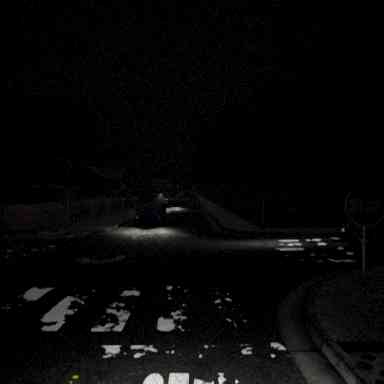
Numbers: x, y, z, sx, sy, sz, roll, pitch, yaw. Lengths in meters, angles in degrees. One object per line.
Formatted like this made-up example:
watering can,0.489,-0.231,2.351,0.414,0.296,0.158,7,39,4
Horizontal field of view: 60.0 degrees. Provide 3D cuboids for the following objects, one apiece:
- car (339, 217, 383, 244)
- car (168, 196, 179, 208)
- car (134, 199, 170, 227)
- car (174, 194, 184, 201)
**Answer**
car,8.769,1.263,13.911,4.902,1.511,2.128,-1,0,0
car,-2.874,1.568,48.883,1.895,1.301,4.718,0,0,0
car,-2.806,1.495,23.203,1.882,1.535,5.008,0,0,0
car,-2.942,1.237,74.725,1.994,1.385,4.181,0,0,0
